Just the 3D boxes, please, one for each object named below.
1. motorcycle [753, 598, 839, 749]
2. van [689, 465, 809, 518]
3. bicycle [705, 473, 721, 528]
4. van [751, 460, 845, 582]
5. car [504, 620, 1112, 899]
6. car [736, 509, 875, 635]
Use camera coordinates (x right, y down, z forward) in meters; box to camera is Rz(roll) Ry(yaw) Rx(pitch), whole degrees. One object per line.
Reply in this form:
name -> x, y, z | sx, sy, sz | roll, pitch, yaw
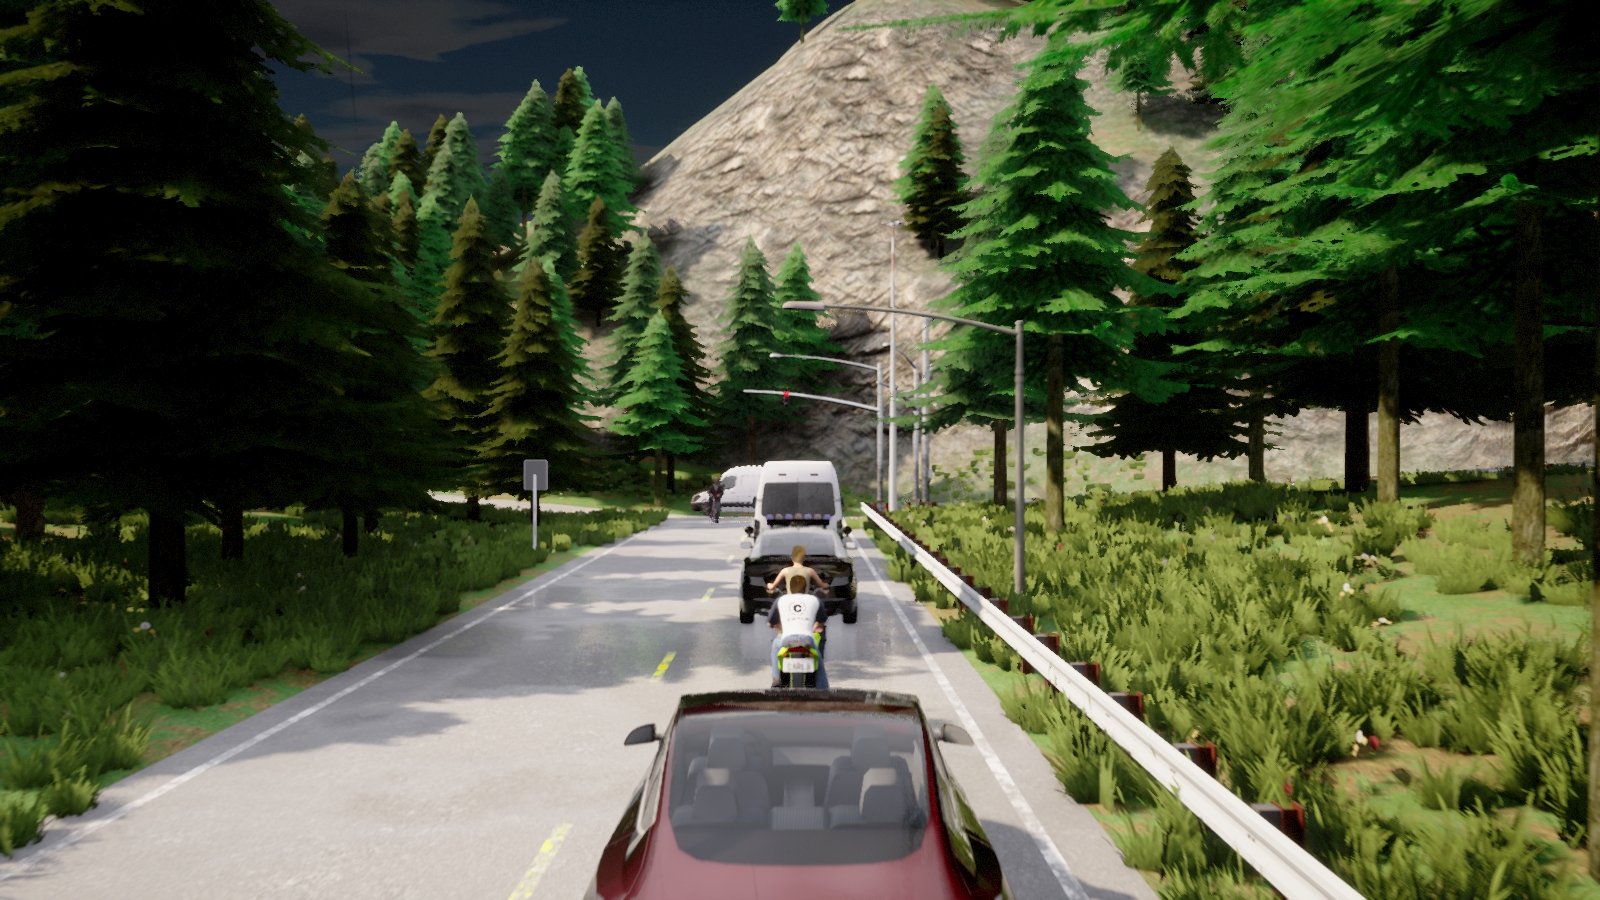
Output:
motorcycle -> -0.038, 2.213, 11.671 | 0.803, 1.145, 2.033 | 0, 0, 0
van -> -2.543, 2.106, 57.391 | 5.915, 2.561, 1.988 | 0, -3, -2
bicycle -> -3.204, 1.836, 42.194 | 0.329, 1.919, 1.835 | 3, 0, 1
van -> -0.050, 1.534, 27.302 | 1.988, 2.561, 5.915 | 0, 0, 0
car -> 0.024, 2.063, 6.463 | 2.163, 1.488, 4.792 | 0, 0, 0
car -> 0.082, 1.982, 19.884 | 2.097, 1.638, 5.238 | 0, 0, 0
